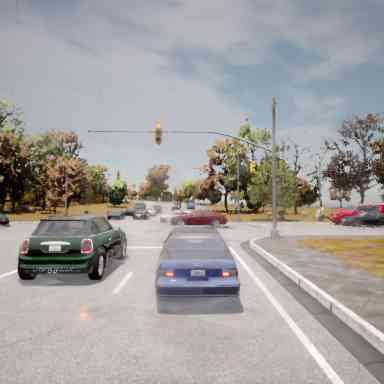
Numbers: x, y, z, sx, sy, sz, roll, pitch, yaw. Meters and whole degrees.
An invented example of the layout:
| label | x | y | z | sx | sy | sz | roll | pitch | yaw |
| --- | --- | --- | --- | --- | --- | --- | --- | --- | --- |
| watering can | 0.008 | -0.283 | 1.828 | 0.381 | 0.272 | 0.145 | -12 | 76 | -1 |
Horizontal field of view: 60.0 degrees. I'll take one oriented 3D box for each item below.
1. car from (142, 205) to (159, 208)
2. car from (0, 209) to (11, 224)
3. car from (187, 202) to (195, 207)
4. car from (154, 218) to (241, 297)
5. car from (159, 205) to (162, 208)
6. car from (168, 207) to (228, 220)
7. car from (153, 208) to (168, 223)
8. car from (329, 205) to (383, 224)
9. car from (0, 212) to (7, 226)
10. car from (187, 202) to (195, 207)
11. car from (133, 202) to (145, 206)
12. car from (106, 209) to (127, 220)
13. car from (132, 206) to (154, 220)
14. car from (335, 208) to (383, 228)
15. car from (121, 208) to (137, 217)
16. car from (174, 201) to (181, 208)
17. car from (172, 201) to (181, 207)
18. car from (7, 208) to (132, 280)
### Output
| label | x | y | z | sx | sy | sz | roll | pitch | yaw |
| --- | --- | --- | --- | --- | --- | --- | --- | --- | --- |
| car | -7.252 | 3.429 | 57.660 | 1.812 | 1.442 | 4.674 | 0 | -1 | 0 |
| car | -22.236 | 2.597 | 35.436 | 5.008 | 1.535 | 1.882 | 0 | -2 | 11 |
| car | -0.231 | 3.462 | 77.751 | 1.812 | 1.442 | 4.674 | 0 | 0 | 0 |
| car | 0.065 | 1.645 | 8.873 | 2.033 | 1.411 | 5.357 | 0 | -1 | -1 |
| car | -7.215 | 3.483 | 67.950 | 1.837 | 1.490 | 4.892 | 0 | 0 | 0 |
| car | 0.651 | 2.359 | 29.519 | 5.008 | 1.535 | 1.882 | 0 | -3 | 1 |
| car | -1.188 | 2.570 | 33.057 | 4.674 | 1.442 | 1.812 | 0 | -3 | 1 |
| car | 16.669 | 2.274 | 33.268 | 5.566 | 2.045 | 2.150 | 0 | -3 | -3 |
| car | -19.539 | 2.527 | 31.387 | 4.181 | 1.385 | 1.994 | 0 | -3 | 9 |
| car | -0.356 | 3.299 | 87.934 | 1.994 | 1.385 | 4.181 | 0 | 0 | -4 |
| car | -10.705 | 3.199 | 68.205 | 2.150 | 2.045 | 5.566 | 0 | 0 | 0 |
| car | -10.773 | 3.205 | 47.571 | 2.033 | 1.411 | 5.357 | 0 | -2 | -3 |
| car | -7.232 | 3.155 | 47.769 | 2.128 | 1.511 | 4.902 | 0 | -2 | 1 |
| car | 15.765 | 2.414 | 29.720 | 4.674 | 1.442 | 1.812 | 0 | -3 | -3 |
| car | -10.754 | 3.501 | 57.448 | 1.895 | 1.301 | 4.718 | 0 | -1 | 0 |
| car | -3.855 | 3.243 | 87.838 | 1.837 | 1.490 | 4.892 | 0 | 0 | -4 |
| car | -3.732 | 3.533 | 77.806 | 1.895 | 1.301 | 4.718 | 0 | 0 | 0 |
| car | -3.447 | 1.485 | 10.487 | 2.097 | 1.767 | 4.553 | 0 | -1 | 0 |
